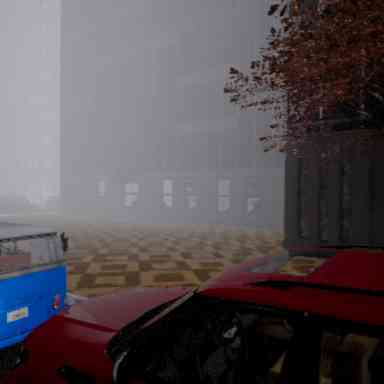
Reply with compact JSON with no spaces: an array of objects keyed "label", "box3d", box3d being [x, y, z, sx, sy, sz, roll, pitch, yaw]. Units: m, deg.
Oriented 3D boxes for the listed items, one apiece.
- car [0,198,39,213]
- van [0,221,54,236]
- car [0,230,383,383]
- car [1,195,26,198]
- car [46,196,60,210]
[{"label":"car","box3d":[-20.054,1.726,38.672,1.802,1.307,4.206,1,0,35]},{"label":"van","box3d":[-3.753,1.350,5.381,3.998,1.788,1.690,0,1,36]},{"label":"car","box3d":[0.845,1.316,2.100,5.009,1.841,2.192,0,1,36]},{"label":"car","box3d":[-25.106,1.355,45.609,2.192,1.841,5.009,1,0,35]},{"label":"car","box3d":[-16.555,1.467,43.594,2.192,1.841,5.009,1,0,35]}]
